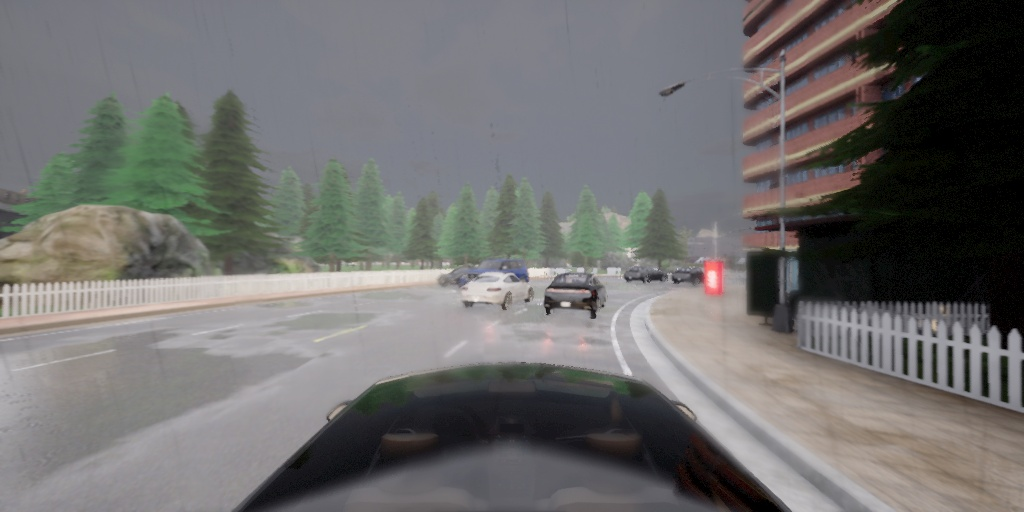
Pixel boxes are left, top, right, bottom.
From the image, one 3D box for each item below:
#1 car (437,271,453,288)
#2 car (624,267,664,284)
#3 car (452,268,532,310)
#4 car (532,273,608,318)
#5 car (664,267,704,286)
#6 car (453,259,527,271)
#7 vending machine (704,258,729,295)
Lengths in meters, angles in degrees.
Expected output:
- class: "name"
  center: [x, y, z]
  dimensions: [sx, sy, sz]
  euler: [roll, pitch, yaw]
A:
- class: "car"
  center: [-3.238, 1.489, 25.848]
  dimensions: [1.837, 1.490, 4.892]
  euler: [-1, -1, 34]
- class: "car"
  center: [11.988, 1.684, 32.032]
  dimensions: [4.902, 1.511, 2.128]
  euler: [1, -1, -38]
- class: "car"
  center: [-0.522, 1.422, 15.546]
  dimensions: [1.812, 1.442, 4.674]
  euler: [0, -1, 21]
- class: "car"
  center: [2.593, 1.400, 14.020]
  dimensions: [2.128, 1.511, 4.902]
  euler: [0, -1, 20]
- class: "car"
  center: [15.418, 1.696, 30.231]
  dimensions: [4.902, 1.511, 2.128]
  euler: [1, -1, -36]
- class: "car"
  center: [-0.953, 1.197, 23.140]
  dimensions: [2.150, 2.045, 5.566]
  euler: [0, -1, 32]
- class: "vending machine"
  center: [11.490, 1.256, 20.408]
  dimensions: [1.100, 2.100, 0.880]
  euler: [0, 0, 39]
